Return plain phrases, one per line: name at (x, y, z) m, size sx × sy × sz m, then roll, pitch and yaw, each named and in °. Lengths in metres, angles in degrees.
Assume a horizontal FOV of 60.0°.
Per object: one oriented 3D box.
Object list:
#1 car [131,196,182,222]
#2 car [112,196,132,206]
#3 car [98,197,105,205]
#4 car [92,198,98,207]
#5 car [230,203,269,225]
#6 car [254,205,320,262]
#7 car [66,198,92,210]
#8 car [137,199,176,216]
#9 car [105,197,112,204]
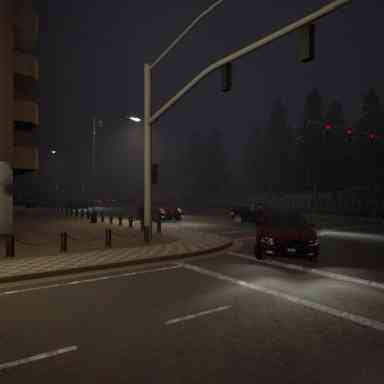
car at (-2.698, 1.408, 26.703) m, size 2.097 × 1.767 × 4.553 m, roll 0°, pitch 0°, yaw -36°
car at (-11.461, 1.408, 57.183) m, size 2.097 × 1.767 × 4.553 m, roll 0°, pitch 0°, yaw -36°
car at (-18.049, 1.656, 60.339) m, size 1.895 × 1.301 × 4.718 m, roll 0°, pitch 0°, yaw -36°
car at (-17.081, 1.656, 52.805) m, size 1.895 × 1.301 × 4.718 m, roll 0°, pitch 0°, yaw -35°
car at (4.750, 1.547, 22.490) m, size 2.128 × 1.511 × 4.902 m, roll 0°, pitch 0°, yaw -38°
car at (3.422, 1.478, 12.448) m, size 1.882 × 1.535 × 5.008 m, roll 2°, pitch 0°, yaw 10°
car at (-15.262, 1.619, 44.188) m, size 1.994 × 1.385 × 4.181 m, roll 0°, pitch 0°, yaw -36°
car at (-3.769, 1.559, 34.181) m, size 1.837 × 1.490 × 4.892 m, roll 0°, pitch 0°, yaw -36°
car at (-16.723, 1.656, 64.459) m, size 1.895 × 1.301 × 4.718 m, roll 0°, pitch 0°, yaw -36°
